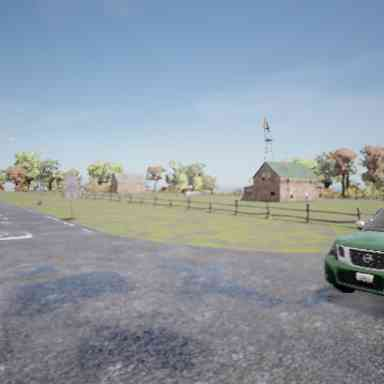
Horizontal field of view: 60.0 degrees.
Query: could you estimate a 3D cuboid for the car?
[{"bbox_3d":[5.540,1.302,7.941,5.566,2.045,2.150,1,0,-35],"label":"car"}]
